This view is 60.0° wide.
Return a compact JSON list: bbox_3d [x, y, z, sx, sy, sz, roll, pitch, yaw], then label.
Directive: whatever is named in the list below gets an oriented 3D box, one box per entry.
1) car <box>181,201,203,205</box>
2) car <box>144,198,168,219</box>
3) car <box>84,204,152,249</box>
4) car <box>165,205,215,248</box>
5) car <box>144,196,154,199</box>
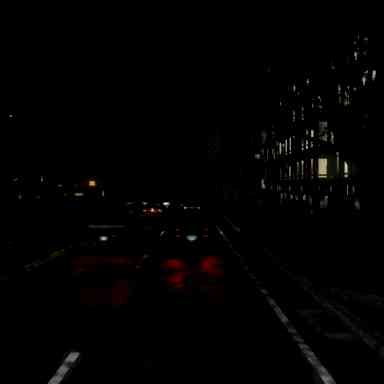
[{"bbox_3d":[0.001,1.509,29.657,2.128,1.511,4.902,0,0,0],"label":"car"},{"bbox_3d":[-3.250,1.577,29.658,2.033,1.411,5.357,0,0,0],"label":"car"},{"bbox_3d":[-3.250,1.497,14.654,2.128,1.511,4.902,0,0,0],"label":"car"},{"bbox_3d":[0.000,1.535,14.654,1.812,1.442,4.674,0,0,0],"label":"car"},{"bbox_3d":[-9.749,1.570,75.753,1.882,1.535,5.008,0,0,0],"label":"car"}]
